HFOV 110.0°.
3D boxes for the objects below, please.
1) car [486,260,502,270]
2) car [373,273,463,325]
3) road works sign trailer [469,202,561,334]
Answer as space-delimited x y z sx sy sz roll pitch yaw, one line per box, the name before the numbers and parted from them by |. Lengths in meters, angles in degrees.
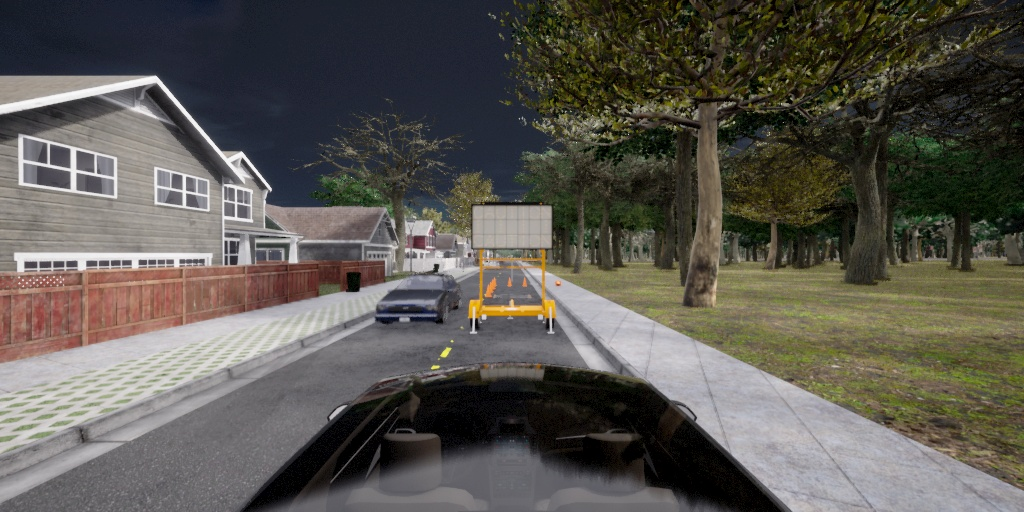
car | -2.815 1.370 53.201 1.895 1.301 4.718 0 0 0
car | -2.841 1.297 12.158 2.033 1.411 5.357 0 0 0
road works sign trailer | 0.008 0.214 10.633 2.380 3.560 2.880 0 0 0
